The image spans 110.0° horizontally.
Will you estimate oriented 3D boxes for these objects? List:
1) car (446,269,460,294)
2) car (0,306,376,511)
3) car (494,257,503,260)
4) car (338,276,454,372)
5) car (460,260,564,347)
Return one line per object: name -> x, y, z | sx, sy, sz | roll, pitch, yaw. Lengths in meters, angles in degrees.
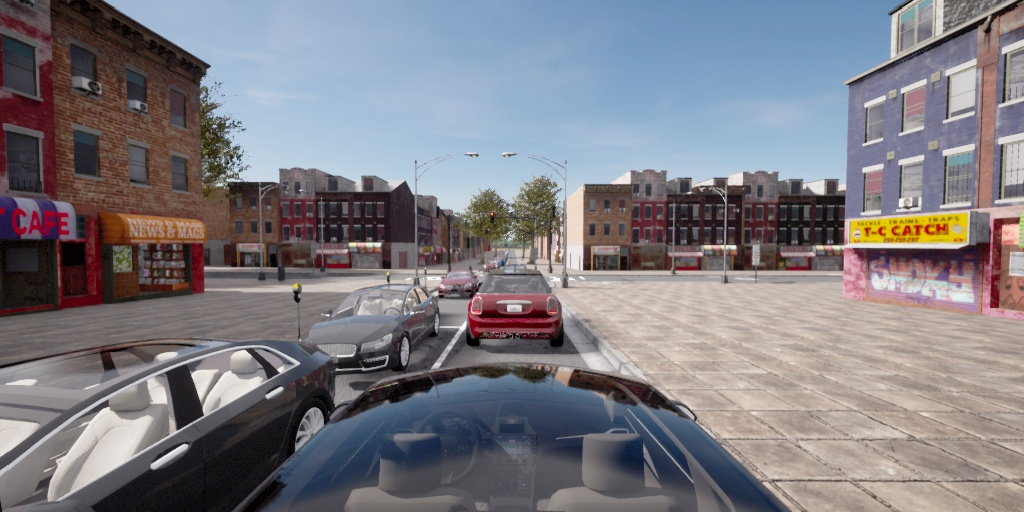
car -> -2.612, 1.332, 18.363 | 1.802, 1.307, 4.207 | 0, 0, 0
car -> -2.640, 1.300, 2.020 | 2.007, 1.370, 4.403 | 0, 0, 0
car -> -2.566, 1.233, 45.138 | 1.967, 1.591, 4.097 | 0, 0, 0
car -> -2.630, 1.298, 7.469 | 2.007, 1.370, 4.403 | 0, 0, 0
car -> 0.111, 1.099, 9.512 | 2.097, 1.767, 4.553 | 0, 0, 2
